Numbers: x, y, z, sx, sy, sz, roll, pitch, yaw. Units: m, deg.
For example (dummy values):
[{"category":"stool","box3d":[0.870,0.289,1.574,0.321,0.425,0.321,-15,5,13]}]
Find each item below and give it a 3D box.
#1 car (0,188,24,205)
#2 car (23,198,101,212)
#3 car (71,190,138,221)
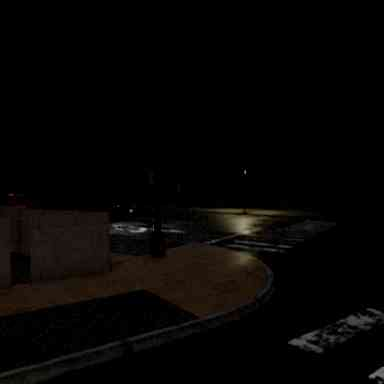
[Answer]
[{"category":"car","box3d":[-23.277,0.454,41.387,5.566,2.045,2.150,1,1,30]},{"category":"car","box3d":[-8.329,1.273,21.135,4.718,1.301,1.895,1,1,32]},{"category":"car","box3d":[-6.428,0.868,23.761,5.566,2.045,2.150,1,1,32]}]
